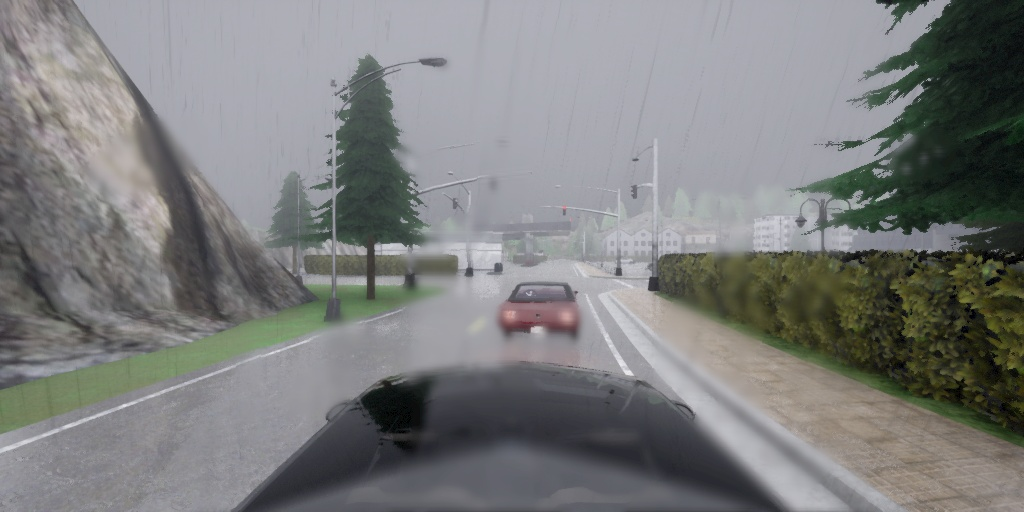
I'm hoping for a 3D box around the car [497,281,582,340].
[{"bbox_3d":[0.909,1.351,10.064,1.895,1.301,4.718,0,0,8],"label":"car"}]
